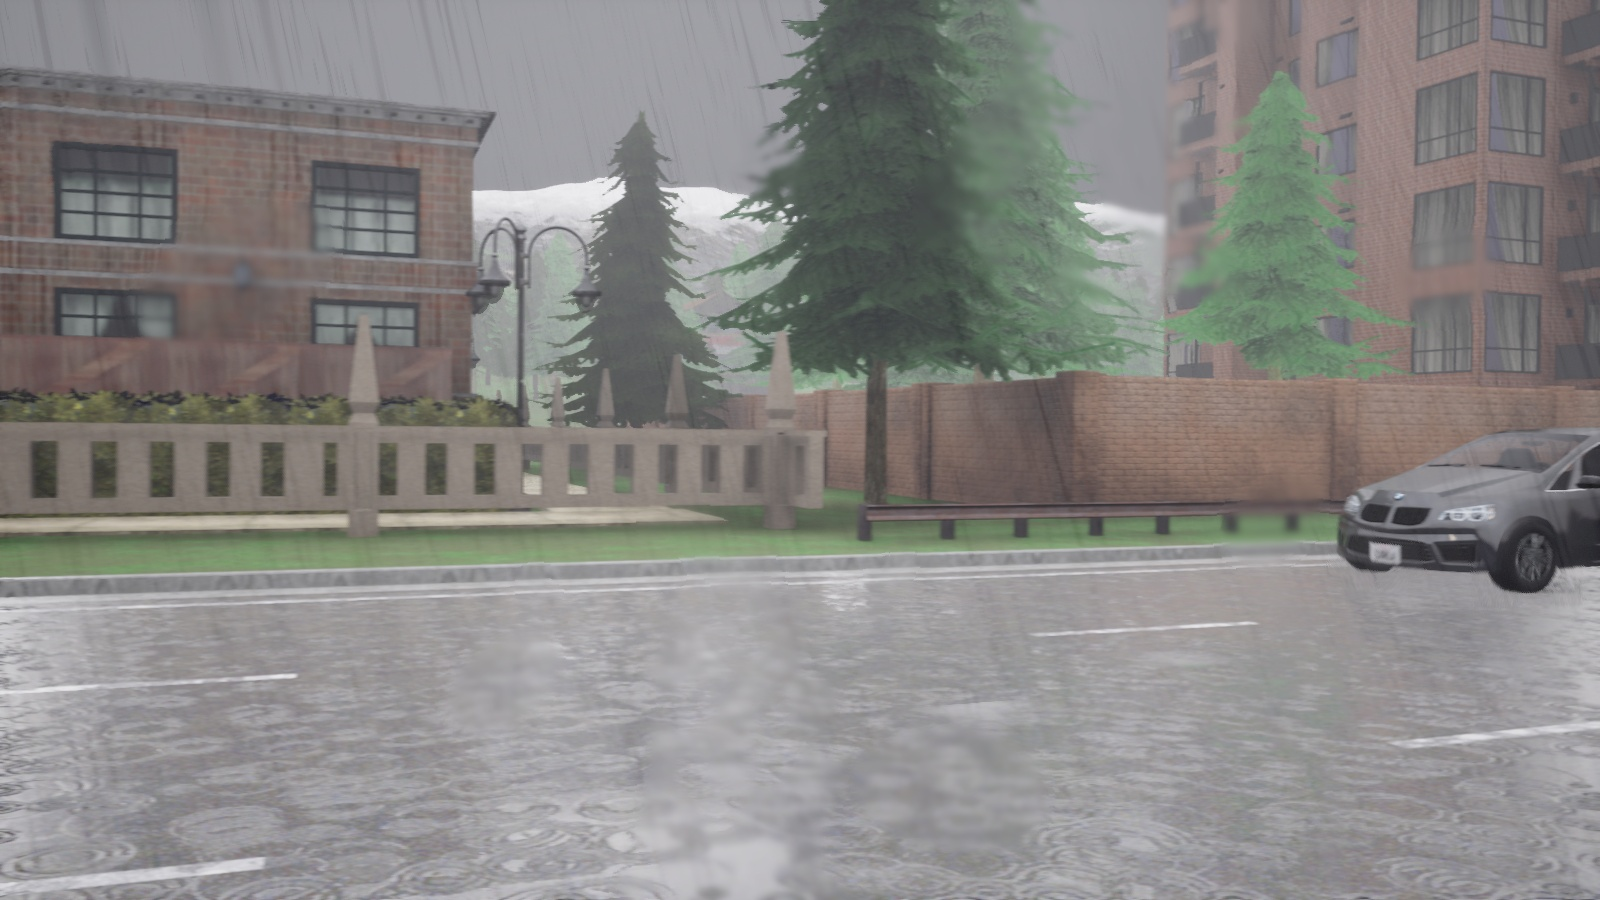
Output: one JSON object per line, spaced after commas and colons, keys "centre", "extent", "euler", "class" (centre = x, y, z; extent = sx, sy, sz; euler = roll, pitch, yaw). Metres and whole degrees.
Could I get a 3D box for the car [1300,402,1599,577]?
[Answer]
{"centre": [8.152, 0.329, 13.819], "extent": [4.611, 1.667, 2.242], "euler": [-1, 1, -21], "class": "car"}
